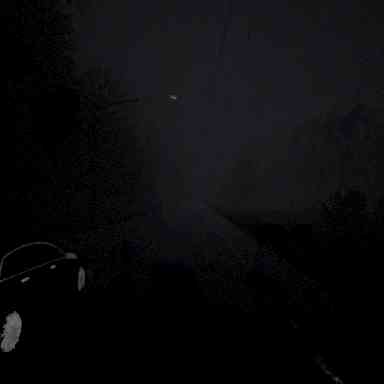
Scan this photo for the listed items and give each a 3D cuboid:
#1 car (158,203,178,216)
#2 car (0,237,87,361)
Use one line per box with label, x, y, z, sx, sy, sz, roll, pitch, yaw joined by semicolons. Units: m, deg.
car;-2.714;1.963;38.538;1.812;1.442;4.674;0;-1;2
car;-3.397;1.574;5.995;1.837;1.490;4.892;0;-1;0
